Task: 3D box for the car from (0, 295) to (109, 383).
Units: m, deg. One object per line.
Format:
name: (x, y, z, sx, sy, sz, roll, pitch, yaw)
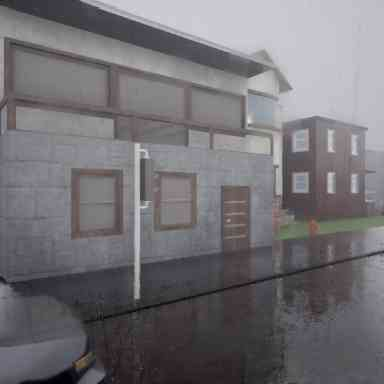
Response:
car: (-3.353, 1.547, 2.182, 5.357, 1.411, 2.033, 0, 0, -35)
